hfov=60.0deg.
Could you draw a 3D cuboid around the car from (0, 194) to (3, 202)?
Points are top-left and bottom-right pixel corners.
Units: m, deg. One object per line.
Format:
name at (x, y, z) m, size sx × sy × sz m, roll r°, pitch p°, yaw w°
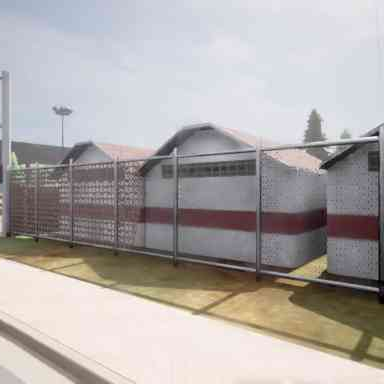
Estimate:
car at (-22.540, 1.222, 40.007) m, size 2.150 × 2.045 × 5.566 m, roll 0°, pitch 0°, yaw 37°
